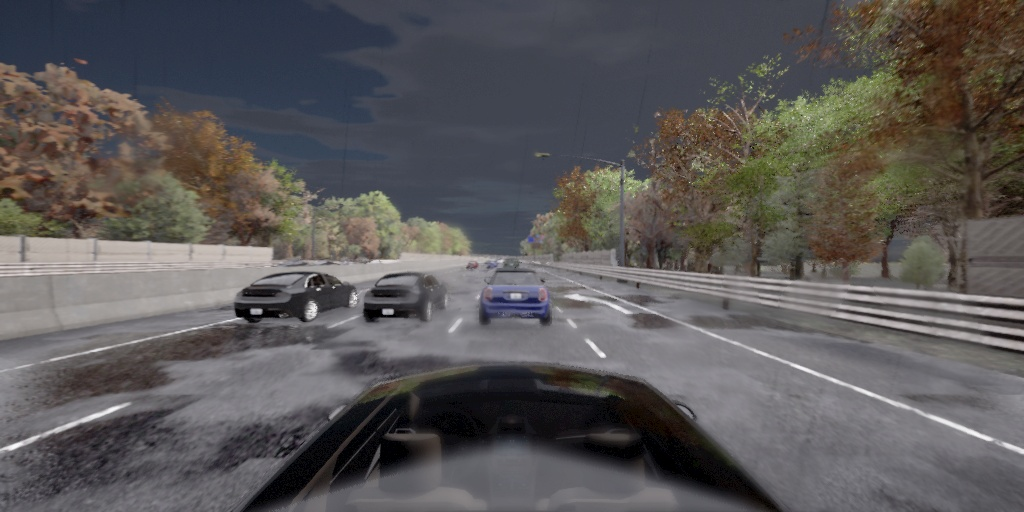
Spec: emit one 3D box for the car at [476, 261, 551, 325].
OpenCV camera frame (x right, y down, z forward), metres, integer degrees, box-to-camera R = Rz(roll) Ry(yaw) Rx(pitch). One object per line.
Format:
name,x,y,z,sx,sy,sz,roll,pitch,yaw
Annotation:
car,0.104,1.175,12.319,2.097,1.767,4.553,1,0,0

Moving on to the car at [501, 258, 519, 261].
car,-0.014,1.289,47.907,2.150,2.045,5.566,1,0,0

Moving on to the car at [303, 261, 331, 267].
car,-24.552,1.368,46.610,1.812,1.442,4.674,1,0,0

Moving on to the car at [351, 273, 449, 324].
car,-3.395,1.299,12.224,1.837,1.490,4.892,1,0,0

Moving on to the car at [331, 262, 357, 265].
car,-21.059,1.435,46.479,1.994,1.385,4.181,1,0,0

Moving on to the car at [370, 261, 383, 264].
car,-17.556,1.426,46.139,1.812,1.442,4.674,1,0,0

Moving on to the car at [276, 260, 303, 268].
car,-28.052,1.297,45.947,2.128,1.511,4.902,0,0,0

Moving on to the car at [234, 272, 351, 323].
car,-6.897,1.267,12.093,1.837,1.490,4.892,1,0,0
